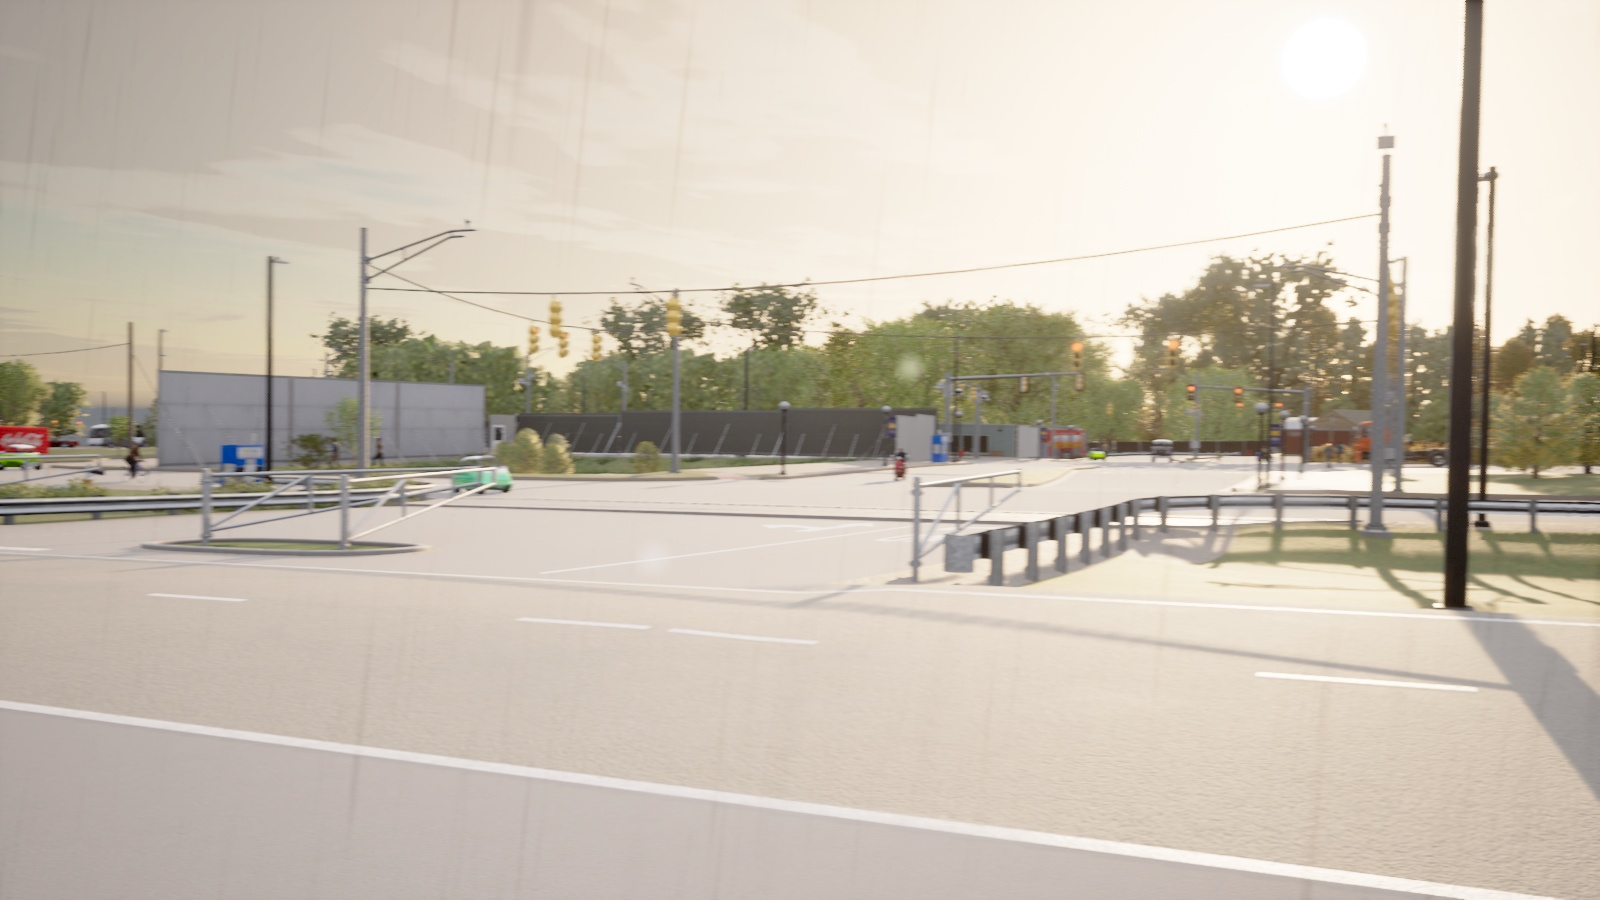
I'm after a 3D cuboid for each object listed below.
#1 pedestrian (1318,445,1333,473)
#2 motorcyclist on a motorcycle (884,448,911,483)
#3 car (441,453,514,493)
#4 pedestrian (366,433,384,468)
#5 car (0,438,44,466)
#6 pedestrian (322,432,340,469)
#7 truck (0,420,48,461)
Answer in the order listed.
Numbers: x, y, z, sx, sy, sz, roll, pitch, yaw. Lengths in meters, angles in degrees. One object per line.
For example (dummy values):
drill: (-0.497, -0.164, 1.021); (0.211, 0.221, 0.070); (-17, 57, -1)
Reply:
pedestrian: (37.461, 0.660, 89.551); (0.659, 1.952, 0.873); (2, 2, 4)
motorcyclist on a motorcycle: (4.580, 0.703, 58.925); (0.866, 1.590, 1.817); (1, 1, 18)
car: (-11.790, 0.815, 45.929); (2.207, 1.376, 1.481); (1, 1, 33)
pedestrian: (-21.892, 0.025, 64.643); (0.869, 1.805, 0.328); (2, 2, 22)
car: (-41.971, 0.096, 67.338); (2.207, 1.376, 1.481); (2, 1, 24)
pedestrian: (-24.768, 0.010, 66.307); (0.788, 1.949, 0.423); (2, 2, 23)
truck: (-50.430, -0.627, 78.516); (2.627, 2.467, 5.204); (2, 1, 41)
